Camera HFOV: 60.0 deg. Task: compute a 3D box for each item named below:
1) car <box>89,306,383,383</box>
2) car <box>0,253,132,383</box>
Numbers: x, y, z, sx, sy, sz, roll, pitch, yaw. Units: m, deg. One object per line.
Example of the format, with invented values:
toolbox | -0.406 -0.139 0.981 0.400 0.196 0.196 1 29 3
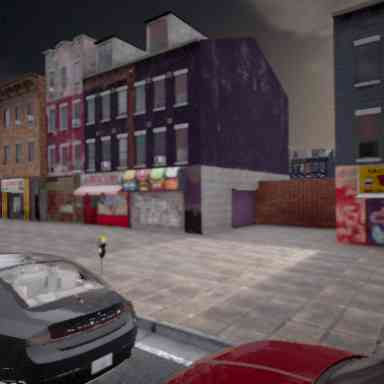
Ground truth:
car | 1.738 1.544 1.579 4.507 1.381 1.887 0 -1 36
car | -2.718 1.562 4.758 4.403 1.369 2.008 0 -1 36
